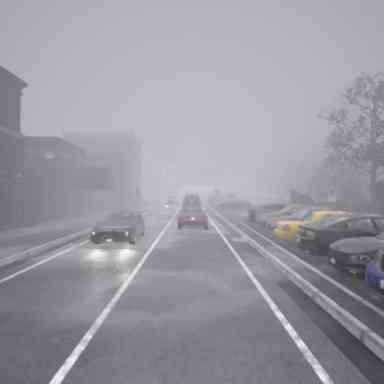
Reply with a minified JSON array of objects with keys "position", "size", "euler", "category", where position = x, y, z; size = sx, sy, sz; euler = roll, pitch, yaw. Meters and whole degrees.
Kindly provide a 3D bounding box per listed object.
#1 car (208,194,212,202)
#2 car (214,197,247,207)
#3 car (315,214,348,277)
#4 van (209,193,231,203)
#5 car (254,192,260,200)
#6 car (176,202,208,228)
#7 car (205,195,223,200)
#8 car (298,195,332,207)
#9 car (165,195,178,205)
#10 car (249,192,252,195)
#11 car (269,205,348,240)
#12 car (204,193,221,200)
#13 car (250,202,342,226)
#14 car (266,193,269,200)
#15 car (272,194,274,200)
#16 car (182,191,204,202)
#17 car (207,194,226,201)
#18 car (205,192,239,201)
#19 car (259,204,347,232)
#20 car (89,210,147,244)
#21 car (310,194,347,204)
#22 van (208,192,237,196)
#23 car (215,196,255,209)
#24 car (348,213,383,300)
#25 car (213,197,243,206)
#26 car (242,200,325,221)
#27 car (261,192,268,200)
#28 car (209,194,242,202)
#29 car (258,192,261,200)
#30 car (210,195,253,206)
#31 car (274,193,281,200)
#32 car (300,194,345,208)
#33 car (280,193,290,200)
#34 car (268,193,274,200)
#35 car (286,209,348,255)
[{"position":[5.836,1.523,59.706],"size":[4.892,1.521,2.231],"euler":[0,0,0],"category":"car"},{"position":[5.885,1.581,51.357],"size":[4.792,1.488,2.163],"euler":[0,0,0],"category":"car"},{"position":[6.085,1.483,8.468],"size":[5.008,1.535,2.097],"euler":[0,0,0],"category":"car"},{"position":[5.712,1.266,68.055],"size":[4.442,1.987,1.878],"euler":[0,0,0],"category":"van"},{"position":[18.857,1.185,82.009],"size":[5.566,2.045,2.435],"euler":[0,0,0],"category":"car"},{"position":[0.041,1.627,22.594],"size":[1.994,1.385,4.181],"euler":[0,0,0],"category":"car"},{"position":[5.767,1.441,87.539],"size":[4.792,1.488,2.163],"euler":[0,0,0],"category":"car"},{"position":[18.967,1.426,51.502],"size":[4.553,1.767,2.185],"euler":[0,0,0],"category":"car"},{"position":[-3.537,1.349,58.064],"size":[2.097,1.767,4.553],"euler":[0,0,0],"category":"car"},{"position":[18.866,1.398,90.367],"size":[5.008,1.535,2.097],"euler":[0,0,0],"category":"car"},{"position":[6.271,1.471,14.119],"size":[5.366,1.575,1.946],"euler":[0,0,0],"category":"car"},{"position":[5.756,1.259,93.105],"size":[4.553,1.767,2.185],"euler":[0,0,0],"category":"car"},{"position":[6.094,1.504,19.771],"size":[4.674,1.452,2.002],"euler":[0,0,0],"category":"car"},{"position":[18.874,1.511,70.873],"size":[4.792,1.488,2.163],"euler":[0,0,0],"category":"car"},{"position":[19.098,1.499,65.427],"size":[5.366,1.575,1.946],"euler":[0,0,0],"category":"car"},{"position":[-0.042,1.264,40.699],"size":[2.150,2.045,5.566],"euler":[0,0,-1],"category":"car"},{"position":[5.779,1.324,79.189],"size":[4.553,1.767,2.185],"euler":[0,0,0],"category":"car"},{"position":[5.805,1.251,65.272],"size":[5.566,2.045,2.435],"euler":[0,0,0],"category":"car"},{"position":[6.091,1.509,16.945],"size":[4.674,1.452,2.002],"euler":[0,0,0],"category":"car"},{"position":[-3.381,1.599,16.254],"size":[2.033,1.411,5.357],"euler":[0,0,0],"category":"car"},{"position":[18.914,1.446,45.806],"size":[4.553,1.767,2.185],"euler":[0,0,0],"category":"car"},{"position":[5.721,1.286,62.613],"size":[4.442,1.987,1.878],"euler":[0,0,0],"category":"van"},{"position":[5.880,1.612,45.932],"size":[4.674,1.452,2.002],"euler":[1,0,0],"category":"car"},{"position":[6.049,1.237,5.642],"size":[5.566,2.045,2.435],"euler":[0,0,0],"category":"car"},{"position":[5.854,1.582,54.140],"size":[4.674,1.452,2.002],"euler":[0,0,0],"category":"car"},{"position":[6.123,1.489,22.597],"size":[4.792,1.488,2.163],"euler":[0,0,0],"category":"car"},{"position":[18.926,1.334,76.441],"size":[4.553,1.767,2.185],"euler":[0,0,0],"category":"car"},{"position":[5.818,1.562,56.923],"size":[4.792,1.488,2.163],"euler":[0,0,0],"category":"car"},{"position":[18.896,1.450,79.227],"size":[4.892,1.521,2.231],"euler":[0,0,0],"category":"car"},{"position":[5.675,1.559,48.573],"size":[5.366,1.575,1.946],"euler":[0,0,0],"category":"car"},{"position":[18.946,1.260,62.641],"size":[5.566,2.045,2.435],"euler":[0,0,0],"category":"car"},{"position":[18.969,1.311,48.591],"size":[5.566,2.045,2.435],"euler":[0,0,0],"category":"car"},{"position":[18.891,1.396,59.732],"size":[4.553,1.767,2.185],"euler":[0,0,0],"category":"car"},{"position":[18.914,1.492,68.086],"size":[5.008,1.535,2.097],"euler":[0,0,0],"category":"car"},{"position":[6.078,1.478,11.293],"size":[5.008,1.535,2.097],"euler":[0,0,0],"category":"car"}]
